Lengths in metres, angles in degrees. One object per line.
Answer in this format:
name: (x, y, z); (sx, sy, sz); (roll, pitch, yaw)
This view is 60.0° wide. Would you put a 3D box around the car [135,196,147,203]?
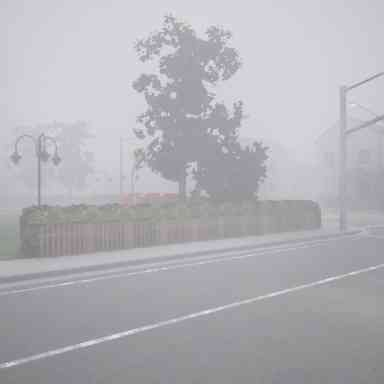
car: (-8.483, 1.479, 59.821); (1.882, 1.535, 5.008); (0, 0, -35)
